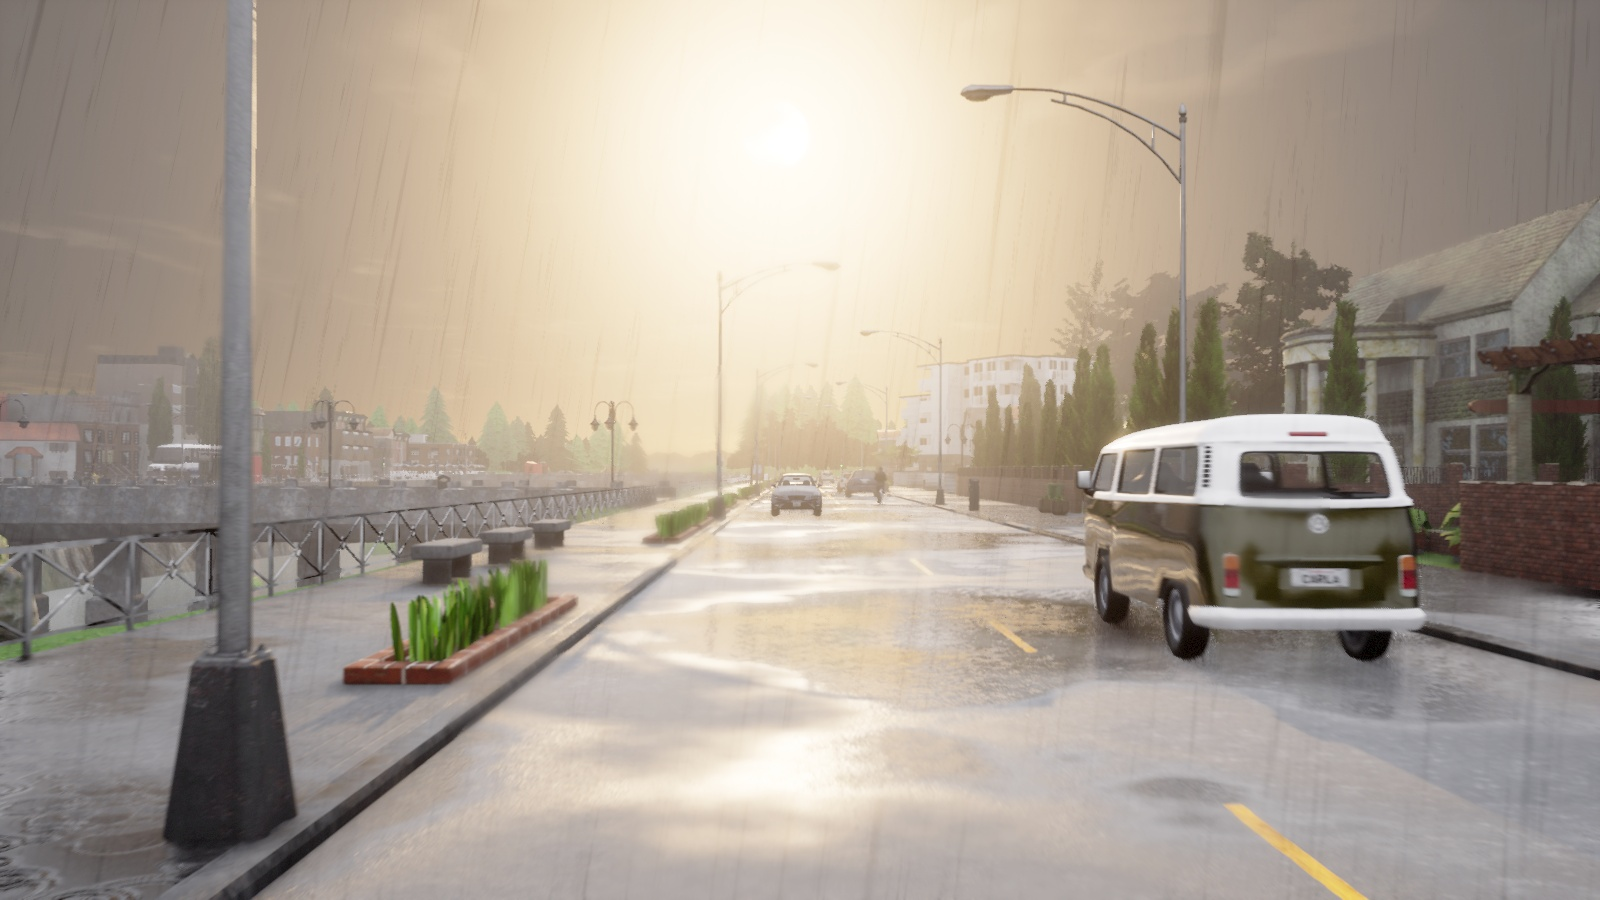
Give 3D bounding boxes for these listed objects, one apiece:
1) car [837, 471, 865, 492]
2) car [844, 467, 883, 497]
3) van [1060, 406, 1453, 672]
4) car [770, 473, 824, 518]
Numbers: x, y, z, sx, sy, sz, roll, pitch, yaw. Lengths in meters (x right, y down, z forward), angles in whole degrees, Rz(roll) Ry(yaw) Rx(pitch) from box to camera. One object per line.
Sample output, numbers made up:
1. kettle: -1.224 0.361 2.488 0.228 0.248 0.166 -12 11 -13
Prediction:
1. car: 3.780 2.336 93.847 1.970 1.475 3.806 0 -1 0
2. car: 3.822 1.927 75.803 2.097 1.767 4.553 0 -1 0
3. van: 3.971 0.721 11.903 2.069 2.038 4.480 0 -1 0
4. car: -0.104 1.573 44.431 1.816 1.474 4.193 0 -1 0
